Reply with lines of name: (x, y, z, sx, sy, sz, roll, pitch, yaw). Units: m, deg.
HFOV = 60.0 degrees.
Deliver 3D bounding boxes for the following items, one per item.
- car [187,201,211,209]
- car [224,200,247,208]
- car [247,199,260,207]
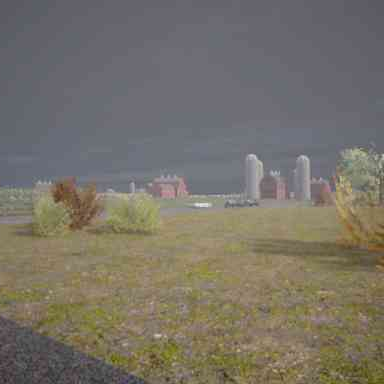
car: (1.230, 2.153, 56.132, 1.895, 1.301, 4.718, -1, -1, 36)
car: (7.343, 2.079, 58.468, 1.812, 1.442, 4.674, -1, -1, 36)
car: (11.487, 2.159, 64.283, 1.812, 1.442, 4.674, -1, -1, 36)
